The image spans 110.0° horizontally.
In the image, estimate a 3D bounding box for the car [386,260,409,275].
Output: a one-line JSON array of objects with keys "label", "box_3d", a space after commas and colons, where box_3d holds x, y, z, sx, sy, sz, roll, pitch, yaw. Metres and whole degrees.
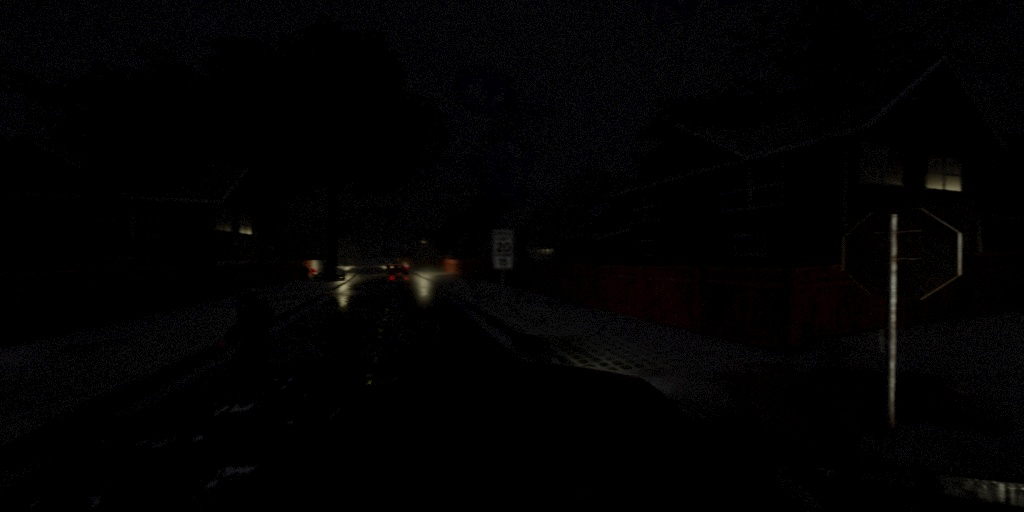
[{"label": "car", "box_3d": [-13.501, 1.299, 42.711, 2.097, 1.767, 4.553, 0, 0, -21]}]

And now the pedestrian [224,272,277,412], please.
[{"label": "pedestrian", "box_3d": [-3.375, 1.074, 4.647, 0.375, 1.860, 0.375, -1, 1, -17]}]
